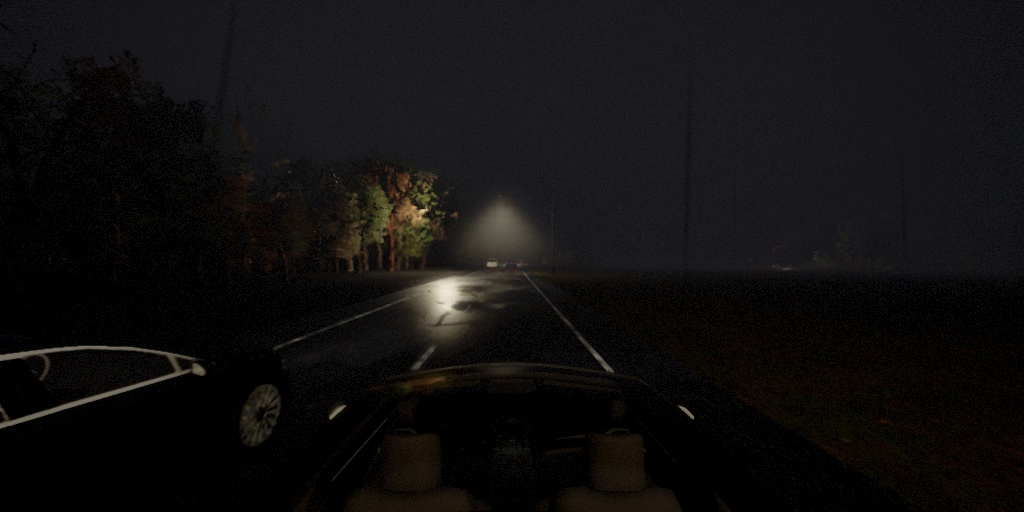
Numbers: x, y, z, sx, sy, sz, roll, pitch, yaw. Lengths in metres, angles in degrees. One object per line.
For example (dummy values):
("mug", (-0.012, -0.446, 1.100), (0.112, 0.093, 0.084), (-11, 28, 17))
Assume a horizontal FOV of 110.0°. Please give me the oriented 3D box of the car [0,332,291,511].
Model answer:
("car", (-3.501, 1.242, 2.248), (2.128, 1.511, 4.902), (0, -1, 0))
